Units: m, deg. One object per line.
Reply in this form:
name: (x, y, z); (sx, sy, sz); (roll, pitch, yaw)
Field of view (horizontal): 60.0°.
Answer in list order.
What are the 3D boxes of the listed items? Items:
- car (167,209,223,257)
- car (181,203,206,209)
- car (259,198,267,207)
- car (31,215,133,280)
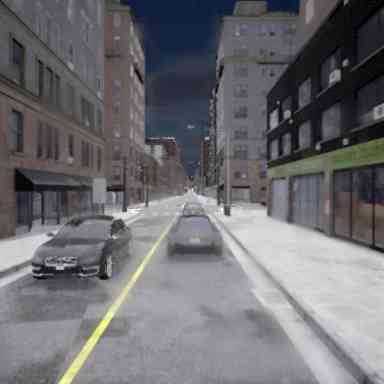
car: (0.101, 1.567, 12.919); (1.994, 1.385, 4.181); (0, 0, 0)
car: (0.103, 1.549, 26.240); (2.033, 1.411, 5.357); (0, 0, 0)
car: (12.089, 1.121, 47.175); (5.009, 1.841, 2.192); (-1, 1, 0)
car: (-3.009, 1.510, 10.055); (1.837, 1.490, 4.892); (0, -1, 0)
